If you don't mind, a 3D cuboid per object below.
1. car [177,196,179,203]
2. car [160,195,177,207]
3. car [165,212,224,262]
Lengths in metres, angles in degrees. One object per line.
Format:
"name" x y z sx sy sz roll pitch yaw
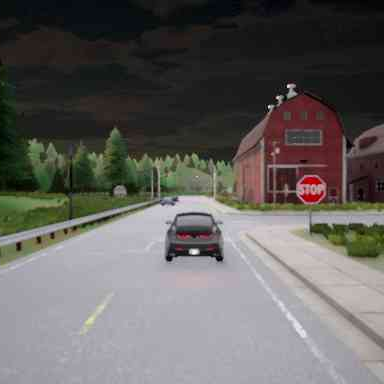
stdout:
"car" -3.513 1.365 64.958 2.033 1.411 5.357 0 0 1
"car" -3.577 1.387 49.361 1.812 1.442 4.674 0 0 0
"car" 0.078 1.470 11.996 1.837 1.490 4.892 0 0 0
